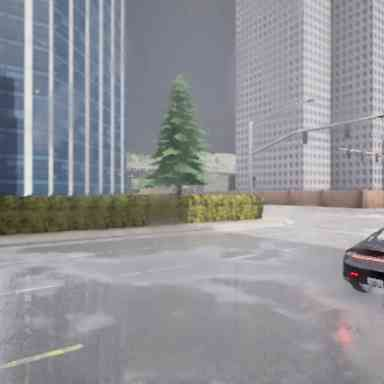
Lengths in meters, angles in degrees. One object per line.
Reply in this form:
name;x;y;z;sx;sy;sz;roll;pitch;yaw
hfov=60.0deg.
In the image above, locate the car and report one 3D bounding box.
car;5.466;1.506;7.698;4.902;1.511;2.128;0;0;-35
